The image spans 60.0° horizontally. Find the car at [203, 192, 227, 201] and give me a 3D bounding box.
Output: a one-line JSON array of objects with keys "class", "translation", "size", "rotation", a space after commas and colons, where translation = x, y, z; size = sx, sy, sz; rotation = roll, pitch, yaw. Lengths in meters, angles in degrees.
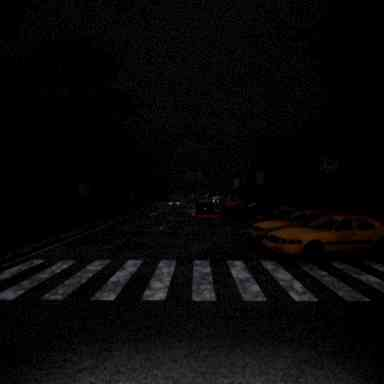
[{"class": "car", "translation": [5.725, 1.138, 84.156], "size": [5.566, 2.045, 2.435], "rotation": [1, 0, -20]}]

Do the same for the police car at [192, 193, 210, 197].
[{"class": "police car", "translation": [1.361, 1.328, 49.927], "size": [1.930, 1.638, 5.238], "rotation": [0, 0, 0]}]

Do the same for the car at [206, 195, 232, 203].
[{"class": "car", "translation": [5.638, 1.383, 69.119], "size": [5.008, 1.535, 2.097], "rotation": [1, 0, -20]}]

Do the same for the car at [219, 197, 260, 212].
[{"class": "car", "translation": [5.359, 1.456, 30.072], "size": [4.792, 1.488, 2.163], "rotation": [1, 0, -20]}]

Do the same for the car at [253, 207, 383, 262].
[{"class": "car", "translation": [5.146, 1.481, 12.014], "size": [5.366, 1.575, 1.946], "rotation": [1, 0, -20]}]

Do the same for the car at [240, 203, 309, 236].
[{"class": "car", "translation": [5.152, 1.471, 15.015], "size": [5.366, 1.575, 1.946], "rotation": [1, 0, -20]}]

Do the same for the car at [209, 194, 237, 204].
[{"class": "car", "translation": [5.561, 1.256, 60.099], "size": [4.553, 1.767, 2.185], "rotation": [1, 0, -20]}]

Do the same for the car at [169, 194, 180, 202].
[{"class": "car", "translation": [-3.769, 1.252, 70.996], "size": [2.097, 1.767, 4.553], "rotation": [0, 0, 0]}]

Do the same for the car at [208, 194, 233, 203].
[{"class": "car", "translation": [5.664, 1.257, 66.115], "size": [4.553, 1.767, 2.185], "rotation": [1, 0, -20]}]

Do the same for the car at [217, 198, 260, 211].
[{"class": "car", "translation": [5.440, 1.444, 39.089], "size": [4.674, 1.452, 2.002], "rotation": [1, 0, -20]}]

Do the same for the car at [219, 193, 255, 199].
[{"class": "car", "translation": [5.437, 1.293, 33.091], "size": [4.553, 1.767, 2.185], "rotation": [1, 0, -20]}]

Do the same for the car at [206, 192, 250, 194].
[{"class": "car", "translation": [5.506, 1.135, 51.083], "size": [5.566, 2.045, 2.435], "rotation": [1, 0, -20]}]

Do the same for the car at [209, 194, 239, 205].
[{"class": "car", "translation": [5.540, 1.256, 57.098], "size": [4.553, 1.767, 2.185], "rotation": [1, 0, -20]}]

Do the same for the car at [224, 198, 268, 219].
[{"class": "car", "translation": [5.373, 1.476, 27.080], "size": [4.674, 1.452, 2.002], "rotation": [1, 1, -20]}]

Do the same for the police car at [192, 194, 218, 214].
[{"class": "police car", "translation": [1.262, 1.356, 33.926], "size": [1.930, 1.638, 5.238], "rotation": [0, 0, 0]}]

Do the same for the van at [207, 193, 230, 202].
[{"class": "van", "translation": [5.772, 1.160, 72.163], "size": [4.442, 1.987, 1.878], "rotation": [1, 0, -20]}]

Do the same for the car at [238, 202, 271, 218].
[{"class": "car", "translation": [5.342, 1.467, 18.080], "size": [4.892, 1.521, 2.231], "rotation": [1, 0, -20]}]

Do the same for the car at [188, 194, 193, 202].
[{"class": "car", "translation": [0.277, 1.248, 70.301], "size": [1.882, 1.535, 5.008], "rotation": [0, 0, 0]}]

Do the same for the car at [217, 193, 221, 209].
[{"class": "car", "translation": [5.456, 1.286, 36.092], "size": [4.553, 1.767, 2.185], "rotation": [1, 0, -20]}]

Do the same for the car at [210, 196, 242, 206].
[{"class": "car", "translation": [5.525, 1.413, 54.084], "size": [4.792, 1.488, 2.163], "rotation": [1, 0, -20]}]
